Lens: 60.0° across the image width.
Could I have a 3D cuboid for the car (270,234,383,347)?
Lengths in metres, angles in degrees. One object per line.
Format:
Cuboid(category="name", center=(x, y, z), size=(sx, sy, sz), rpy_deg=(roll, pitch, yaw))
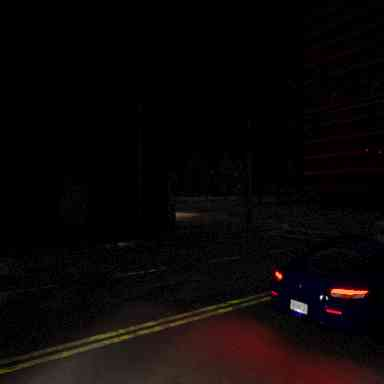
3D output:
Cuboid(category="car", center=(3.453, 1.526, 6.234), size=(4.674, 1.442, 1.812), rpy_deg=(0, 0, -35))
